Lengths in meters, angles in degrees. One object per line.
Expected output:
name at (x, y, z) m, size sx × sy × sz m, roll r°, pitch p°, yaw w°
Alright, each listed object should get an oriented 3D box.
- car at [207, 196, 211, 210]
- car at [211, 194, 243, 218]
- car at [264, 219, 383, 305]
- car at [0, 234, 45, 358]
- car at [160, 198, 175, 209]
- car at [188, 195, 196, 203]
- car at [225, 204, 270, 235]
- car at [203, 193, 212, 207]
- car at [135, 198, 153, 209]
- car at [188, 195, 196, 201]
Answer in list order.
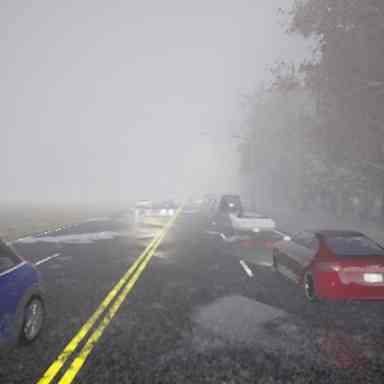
car at (3.208, 1.569, 40.969) m, size 1.837 × 1.490 × 4.892 m, roll -1°, pitch 0°, yaw 0°
car at (3.244, 1.250, 30.010) m, size 2.150 × 2.045 × 5.566 m, roll 1°, pitch -1°, yaw 0°
car at (3.250, 1.555, 7.976) m, size 1.994 × 1.385 × 4.181 m, roll 1°, pitch -1°, yaw 0°
car at (-3.351, 1.354, 3.295) m, size 2.097 × 1.767 × 4.553 m, roll 0°, pitch 0°, yaw 0°
car at (-3.354, 1.579, 46.625) m, size 2.128 × 1.511 × 4.902 m, roll 0°, pitch 0°, yaw 0°
car at (-0.053, 1.547, 72.520) m, size 2.033 × 1.411 × 5.357 m, roll 0°, pitch 0°, yaw 0°
car at (3.250, 1.611, 18.992) m, size 1.895 × 1.301 × 4.718 m, roll 1°, pitch 1°, yaw 0°
car at (3.223, 1.429, 51.949) m, size 2.097 × 1.767 × 4.553 m, roll 1°, pitch -1°, yaw 0°
car at (-6.612, 1.606, 46.017) m, size 1.812 × 1.442 × 4.674 m, roll 0°, pitch 0°, yaw 0°
car at (-0.067, 1.572, 92.862) m, size 2.128 × 1.511 × 4.902 m, roll 0°, pitch 0°, yaw 0°
